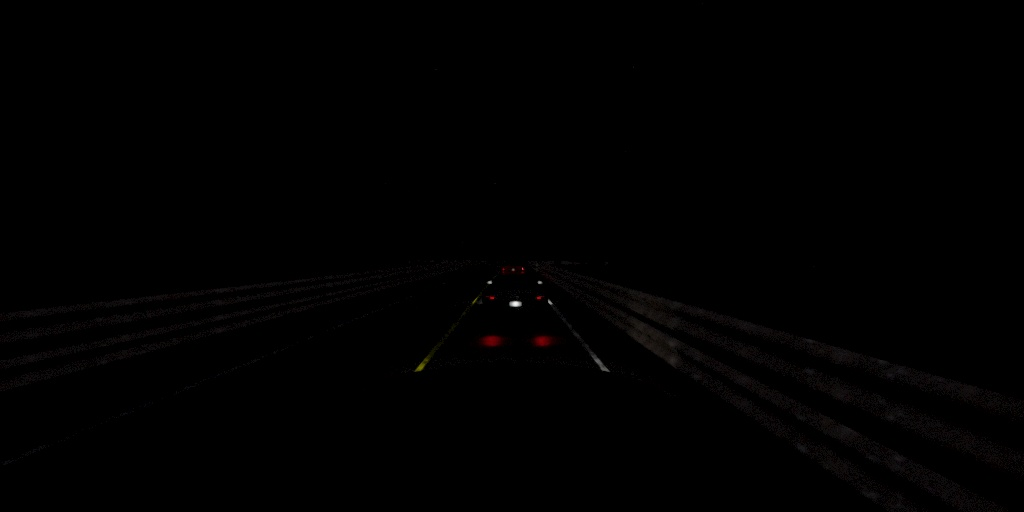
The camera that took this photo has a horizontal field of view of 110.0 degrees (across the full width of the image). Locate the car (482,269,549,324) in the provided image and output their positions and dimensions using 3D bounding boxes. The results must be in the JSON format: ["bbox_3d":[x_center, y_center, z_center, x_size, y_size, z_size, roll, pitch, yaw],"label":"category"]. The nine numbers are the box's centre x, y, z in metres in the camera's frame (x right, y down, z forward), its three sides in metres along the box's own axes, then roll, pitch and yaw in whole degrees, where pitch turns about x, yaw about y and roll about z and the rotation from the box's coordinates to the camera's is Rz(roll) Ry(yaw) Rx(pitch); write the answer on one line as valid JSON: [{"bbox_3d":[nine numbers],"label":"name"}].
[{"bbox_3d":[0.099,1.297,11.930,1.994,1.385,4.181,0,0,0],"label":"car"}]

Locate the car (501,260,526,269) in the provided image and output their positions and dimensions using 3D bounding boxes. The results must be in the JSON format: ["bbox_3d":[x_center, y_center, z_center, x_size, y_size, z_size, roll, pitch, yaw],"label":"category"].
[{"bbox_3d":[0.108,1.112,31.004,2.097,1.767,4.553,1,0,0],"label":"car"}]
